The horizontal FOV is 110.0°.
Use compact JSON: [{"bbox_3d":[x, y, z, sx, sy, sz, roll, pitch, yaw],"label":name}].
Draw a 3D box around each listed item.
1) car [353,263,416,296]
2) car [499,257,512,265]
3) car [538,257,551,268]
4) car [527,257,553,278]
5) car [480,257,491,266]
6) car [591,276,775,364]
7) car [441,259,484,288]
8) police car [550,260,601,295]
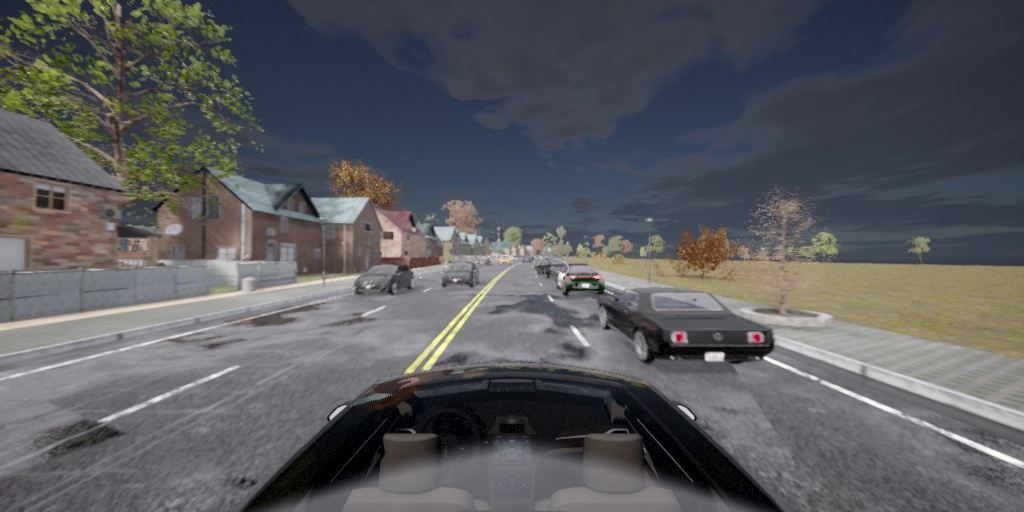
[{"bbox_3d":[-6.423,1.136,18.566,1.837,1.490,4.892,0,0,1],"label":"car"},{"bbox_3d":[-1.111,0.839,64.275,1.882,1.535,5.008,0,0,4],"label":"car"},{"bbox_3d":[4.639,0.886,51.872,1.801,1.575,5.366,0,0,3],"label":"car"},{"bbox_3d":[3.236,1.055,30.654,2.128,1.511,4.902,0,0,-14],"label":"car"},{"bbox_3d":[-4.625,0.900,60.597,1.812,1.442,4.674,0,0,4],"label":"car"},{"bbox_3d":[3.266,1.315,7.962,1.895,1.301,4.718,0,0,0],"label":"car"},{"bbox_3d":[-3.092,1.115,22.348,1.837,1.490,4.892,0,0,1],"label":"car"},{"bbox_3d":[3.408,1.147,18.875,2.038,1.542,4.974,0,0,1],"label":"police car"}]
